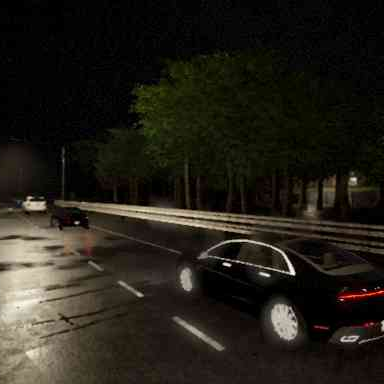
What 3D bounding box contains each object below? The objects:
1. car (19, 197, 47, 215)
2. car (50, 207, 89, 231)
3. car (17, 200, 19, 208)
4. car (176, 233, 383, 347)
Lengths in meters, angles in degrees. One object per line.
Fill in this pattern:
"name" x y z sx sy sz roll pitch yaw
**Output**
"car" -18.747 1.601 39.518 2.150 2.045 5.566 1 -1 -32
"car" -8.305 1.750 22.493 1.812 1.442 4.674 1 -1 -32
"car" -29.676 1.880 58.939 2.097 1.767 4.553 1 -1 -24
"car" 1.425 1.587 6.643 1.837 1.490 4.892 1 -1 -32
